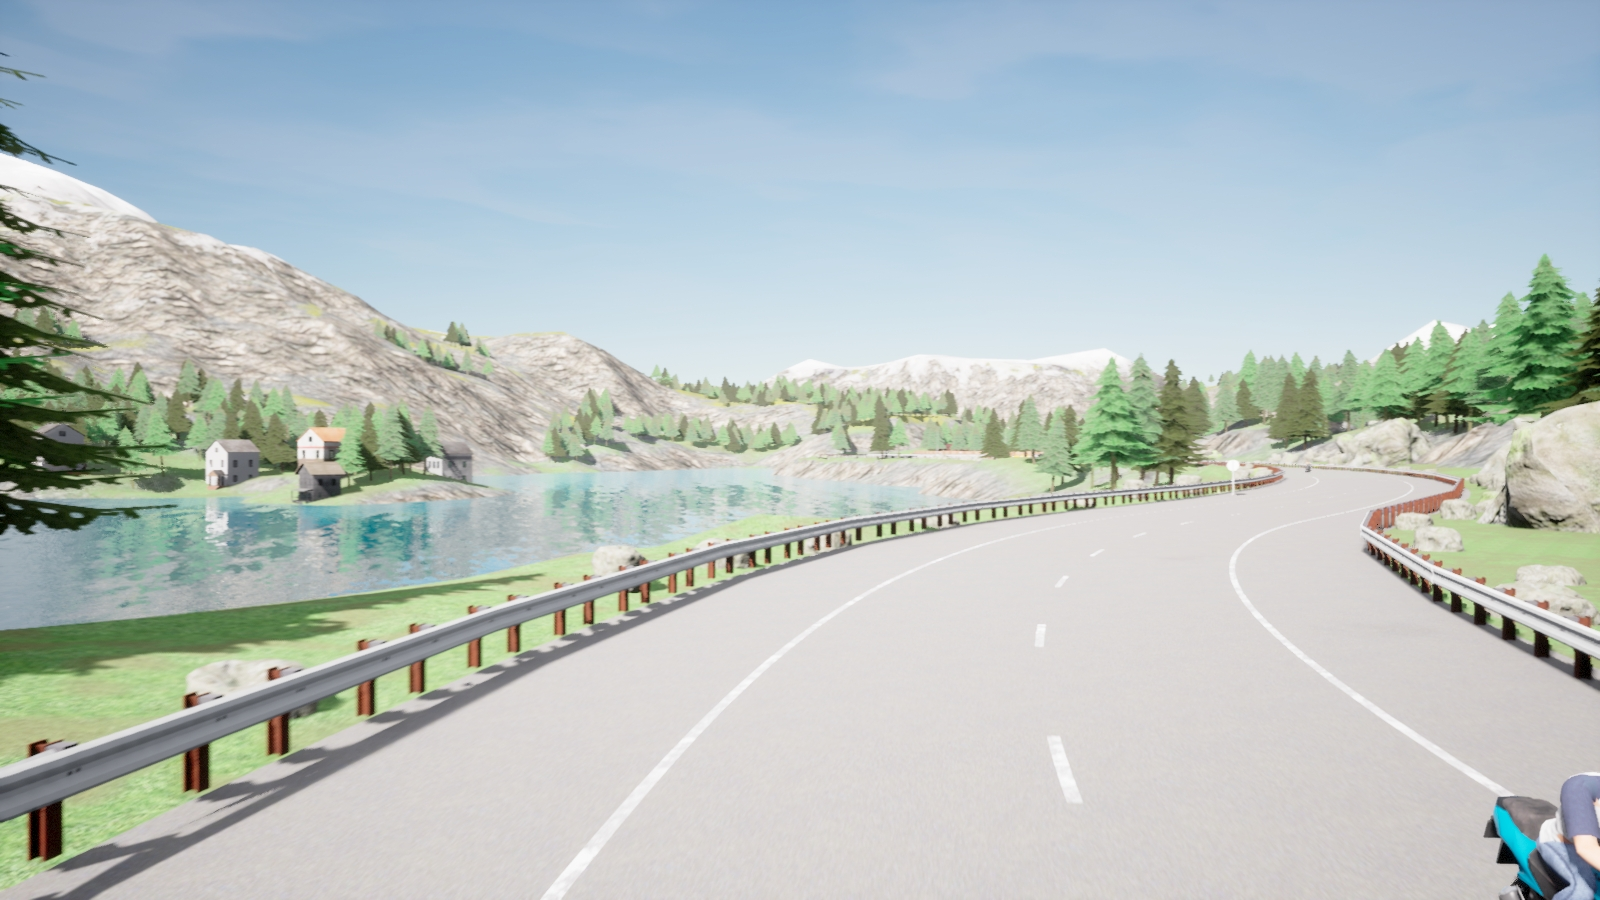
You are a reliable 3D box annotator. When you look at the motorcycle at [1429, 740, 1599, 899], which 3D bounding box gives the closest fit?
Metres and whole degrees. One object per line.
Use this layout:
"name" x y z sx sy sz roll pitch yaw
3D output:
"motorcycle" 3.712 2.179 5.128 0.803 1.217 2.033 0 0 5
